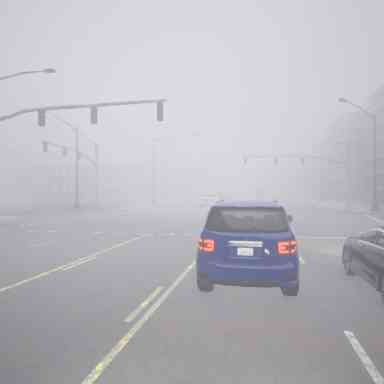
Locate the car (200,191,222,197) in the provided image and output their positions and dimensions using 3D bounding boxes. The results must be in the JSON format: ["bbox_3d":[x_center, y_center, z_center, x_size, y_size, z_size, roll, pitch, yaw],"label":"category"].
[{"bbox_3d":[2.515,1.079,47.481,2.150,2.045,5.566,0,1,11],"label":"car"}]

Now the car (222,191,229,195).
[{"bbox_3d":[4.547,0.926,57.667,2.150,2.045,5.566,0,1,11],"label":"car"}]

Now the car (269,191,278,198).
[{"bbox_3d":[20.757,0.552,84.975,2.097,1.767,4.553,0,1,11],"label":"car"}]

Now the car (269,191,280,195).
[{"bbox_3d":[18.773,0.881,74.973,2.128,1.511,4.902,0,1,11],"label":"car"}]

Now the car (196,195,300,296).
[{"bbox_3d":[1.517,1.221,8.930,2.150,2.045,5.566,0,0,11],"label":"car"}]

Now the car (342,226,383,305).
[{"bbox_3d":[4.784,1.492,7.407,2.128,1.511,4.902,0,0,11],"label":"car"}]

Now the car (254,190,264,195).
[{"bbox_3d":[15.302,0.904,75.471,1.994,1.385,4.181,0,1,11],"label":"car"}]
